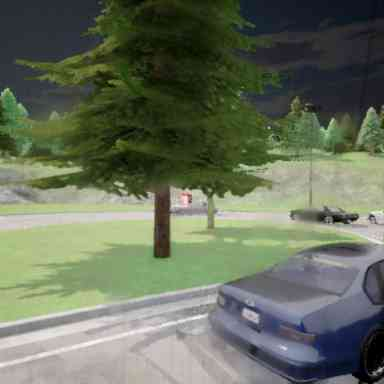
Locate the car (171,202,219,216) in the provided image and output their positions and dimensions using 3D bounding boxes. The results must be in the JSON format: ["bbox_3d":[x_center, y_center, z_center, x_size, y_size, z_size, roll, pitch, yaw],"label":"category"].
[{"bbox_3d":[0.193,1.609,32.541,4.718,1.301,1.895,0,0,1],"label":"car"}]

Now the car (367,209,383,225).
[{"bbox_3d":[13.861,1.573,22.027,1.812,1.442,4.674,1,0,-14],"label":"car"}]

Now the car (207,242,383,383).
[{"bbox_3d":[2.838,1.556,5.369,5.357,1.411,2.033,0,0,-32],"label":"car"}]

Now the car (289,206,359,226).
[{"bbox_3d":[9.325,1.635,24.028,1.895,1.301,4.718,0,0,-29],"label":"car"}]
